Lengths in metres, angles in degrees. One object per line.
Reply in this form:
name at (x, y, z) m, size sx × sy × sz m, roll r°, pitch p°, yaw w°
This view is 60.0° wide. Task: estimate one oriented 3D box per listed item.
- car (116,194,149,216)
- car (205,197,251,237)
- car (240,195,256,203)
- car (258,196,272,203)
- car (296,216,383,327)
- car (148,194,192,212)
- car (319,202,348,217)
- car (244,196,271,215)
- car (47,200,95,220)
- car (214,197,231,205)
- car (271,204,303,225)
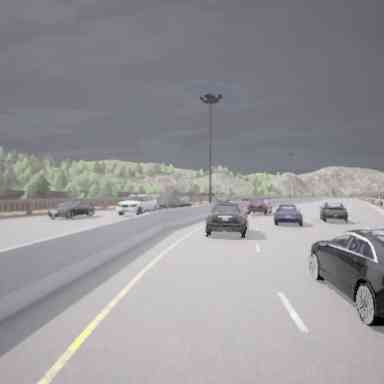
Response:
car at (-5.251, 1.253, 32.725) m, size 2.150 × 2.045 × 5.566 m, roll 0°, pitch 0°, yaw 19°
car at (2.077, 1.387, 18.739) m, size 2.097 × 1.767 × 4.553 m, roll 0°, pitch 0°, yaw 11°
car at (11.826, 1.452, 70.075) m, size 1.882 × 1.535 × 5.008 m, roll 0°, pitch 0°, yaw 26°
car at (15.158, 1.507, 68.925) m, size 1.994 × 1.385 × 4.181 m, roll 0°, pitch 0°, yaw 26°
car at (3.939, 1.522, 6.996) m, size 2.128 × 1.511 × 4.902 m, roll 0°, pitch 0°, yaw 4°
car at (-1.758, 1.272, 32.160) m, size 2.150 × 2.045 × 5.566 m, roll 0°, pitch 0°, yaw 19°
car at (11.625, 1.603, 27.414) m, size 2.128 × 1.511 × 4.902 m, roll 0°, pitch 0°, yaw 18°
car at (7.377, 1.468, 35.872) m, size 2.097 × 1.767 × 4.553 m, roll 0°, pitch 0°, yaw 22°
car at (-10.183, 1.479, 28.351) m, size 2.128 × 1.511 × 4.902 m, roll 0°, pitch 0°, yaw 16°
car at (6.013, 1.763, 66.106) m, size 1.812 × 1.442 × 4.674 m, roll 0°, pitch 0°, yaw 26°
car at (7.145, 1.643, 24.740) m, size 1.994 × 1.385 × 4.181 m, roll 0°, pitch 0°, yaw 16°
